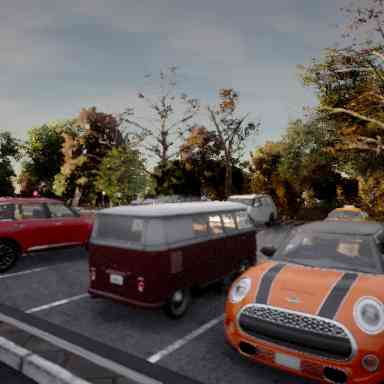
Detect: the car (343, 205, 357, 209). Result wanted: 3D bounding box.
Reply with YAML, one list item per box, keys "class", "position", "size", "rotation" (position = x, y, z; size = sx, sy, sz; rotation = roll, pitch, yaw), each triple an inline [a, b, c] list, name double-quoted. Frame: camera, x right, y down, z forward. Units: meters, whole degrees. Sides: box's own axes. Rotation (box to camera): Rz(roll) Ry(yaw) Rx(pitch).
- class: "car"
  position: [8.008, 1.455, 16.873]
  size: [1.946, 1.575, 5.366]
  rotation: [0, 0, 35]

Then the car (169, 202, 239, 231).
- class: "car"
  position: [0.939, 1.458, 21.614]
  size: [2.231, 1.521, 4.892]
  rotation: [0, 0, 35]

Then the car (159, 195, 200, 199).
- class: "car"
  position: [-1.262, 1.219, 23.126]
  size: [2.435, 2.045, 5.566]
  rotation: [0, 0, 35]

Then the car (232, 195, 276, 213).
- class: "car"
  position: [3.214, 1.196, 19.996]
  size: [2.435, 2.045, 5.566]
  rotation: [0, 0, 35]

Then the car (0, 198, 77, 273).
- class: "car"
  position: [-5.158, 1.199, 10.950]
  size: [2.435, 2.045, 5.566]
  rotation: [0, 0, 35]

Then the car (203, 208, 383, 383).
- class: "car"
  position: [2.387, 1.341, 5.635]
  size: [2.185, 1.767, 4.553]
  rotation: [1, 0, 35]

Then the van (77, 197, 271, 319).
- class: "van"
  position: [-0.045, 1.229, 7.455]
  size: [1.878, 1.987, 4.442]
  rotation: [0, 0, 35]
